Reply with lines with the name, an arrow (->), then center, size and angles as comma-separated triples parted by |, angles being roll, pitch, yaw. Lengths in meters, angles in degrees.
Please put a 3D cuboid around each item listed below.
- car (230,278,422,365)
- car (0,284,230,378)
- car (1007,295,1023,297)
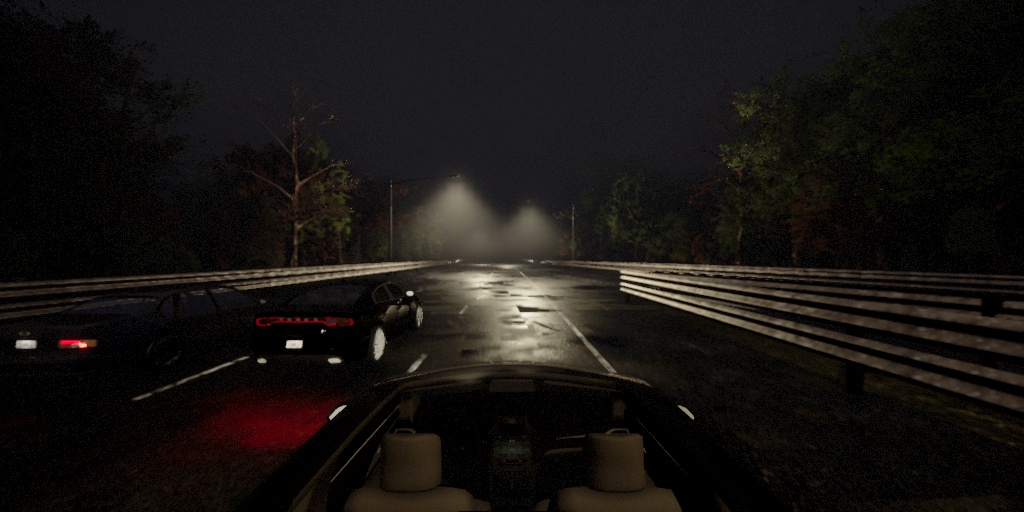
car -> -3.429, 1.238, 8.104 | 1.882, 1.535, 5.008 | 0, 0, 0
car -> -6.921, 1.308, 7.607 | 2.033, 1.411, 5.357 | 0, 0, 0
car -> 13.220, 1.243, 7.330 | 2.033, 1.649, 4.856 | 0, 0, -13
